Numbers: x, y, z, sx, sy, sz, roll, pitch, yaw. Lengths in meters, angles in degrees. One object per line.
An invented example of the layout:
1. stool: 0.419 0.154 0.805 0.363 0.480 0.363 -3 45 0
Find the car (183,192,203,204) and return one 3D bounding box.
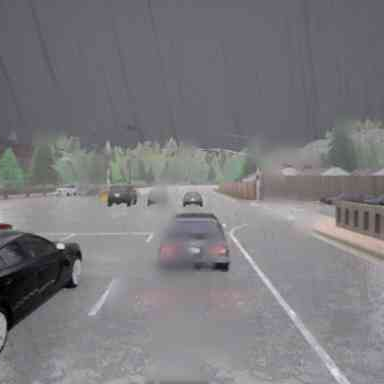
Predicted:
1. car: 0.081 0.692 34.860 1.994 1.385 4.181 0 2 0

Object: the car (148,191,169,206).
1. car: -3.419 0.633 34.379 2.128 1.511 4.902 0 2 0

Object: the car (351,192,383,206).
1. car: 17.858 0.801 30.160 5.357 1.411 2.033 0 2 2

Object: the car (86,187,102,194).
1. car: -21.034 -0.351 71.623 1.837 1.490 4.892 0 2 0

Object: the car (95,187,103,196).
1. car: -14.082 -0.078 55.791 2.097 1.767 4.553 0 2 0

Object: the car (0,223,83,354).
1. car: -3.444 1.374 5.690 1.882 1.535 5.008 0 1 0

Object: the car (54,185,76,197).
1. car: -21.071 -0.209 55.851 2.150 2.045 5.566 0 2 0

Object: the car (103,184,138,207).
1. car: -6.918 0.388 33.438 2.150 2.045 5.566 0 2 0

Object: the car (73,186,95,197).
1. car: -17.578 0.061 55.855 2.128 1.511 4.902 0 2 0

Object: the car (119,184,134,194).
1. car: -14.034 -0.616 71.231 2.150 2.045 5.566 0 2 0

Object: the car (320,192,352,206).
1. car: 15.885 0.706 33.731 5.357 1.411 2.033 0 2 2

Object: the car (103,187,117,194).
1. car: -17.534 -0.323 71.472 1.812 1.442 4.674 0 2 0

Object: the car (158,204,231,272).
1. car: 0.107 1.335 10.055 2.033 1.411 5.357 0 1 1
